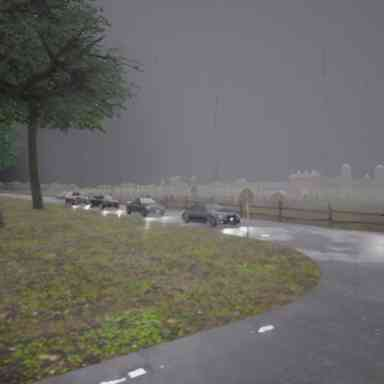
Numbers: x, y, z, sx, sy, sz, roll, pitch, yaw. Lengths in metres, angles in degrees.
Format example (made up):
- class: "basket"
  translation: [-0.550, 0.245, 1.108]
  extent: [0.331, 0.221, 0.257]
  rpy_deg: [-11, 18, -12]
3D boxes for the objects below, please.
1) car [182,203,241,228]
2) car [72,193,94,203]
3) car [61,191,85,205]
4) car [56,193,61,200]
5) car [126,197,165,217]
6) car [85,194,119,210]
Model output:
- class: "car"
  translation: [1.141, 1.392, 21.162]
  extent: [1.994, 1.385, 4.181]
  rpy_deg: [-1, 1, -37]
- class: "car"
  translation: [-16.672, 0.905, 50.696]
  extent: [1.895, 1.301, 4.718]
  rpy_deg: [-1, 1, -36]
- class: "car"
  translation: [-15.122, 0.768, 43.612]
  extent: [2.097, 1.767, 4.553]
  rpy_deg: [-1, 1, -36]
- class: "car"
  translation: [-22.508, 0.745, 58.753]
  extent: [1.994, 1.385, 4.181]
  rpy_deg: [-1, 1, -36]
- class: "car"
  translation: [-4.064, 1.210, 28.316]
  extent: [1.812, 1.442, 4.674]
  rpy_deg: [-1, 1, -36]
- class: "car"
  translation: [-9.503, 1.024, 35.811]
  extent: [1.882, 1.535, 5.008]
  rpy_deg: [-1, 1, -36]
